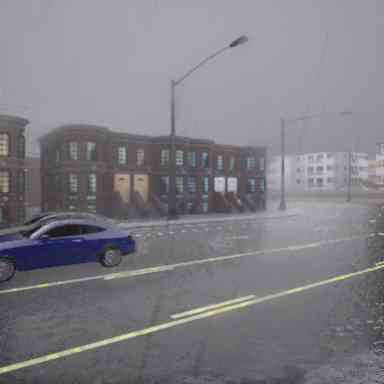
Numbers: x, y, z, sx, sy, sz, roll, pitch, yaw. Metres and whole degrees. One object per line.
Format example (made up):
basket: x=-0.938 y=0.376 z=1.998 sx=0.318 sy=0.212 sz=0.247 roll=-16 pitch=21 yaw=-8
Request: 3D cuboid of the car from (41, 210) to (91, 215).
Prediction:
car: x=-5.284 y=1.500 z=13.075 sx=4.892 sy=1.490 sz=1.837 roll=1 pitch=0 yaw=-35

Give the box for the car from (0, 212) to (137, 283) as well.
car: x=-3.913 y=1.521 z=9.757 sx=4.674 sy=1.442 sz=1.812 roll=0 pitch=0 yaw=-35
